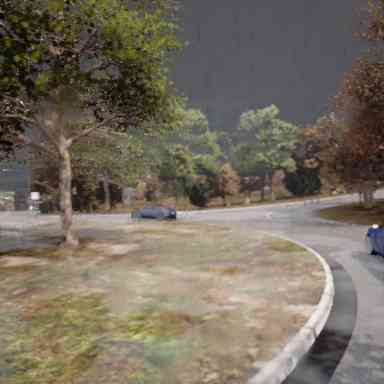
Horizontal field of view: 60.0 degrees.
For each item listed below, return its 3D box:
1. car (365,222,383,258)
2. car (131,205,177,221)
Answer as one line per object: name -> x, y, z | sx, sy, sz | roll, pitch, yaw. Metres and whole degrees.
car -> 6.688, 1.432, 9.906 | 1.882, 1.535, 5.008 | -1, 0, 15
car -> -3.469, 1.848, 30.235 | 4.181, 1.385, 1.994 | -1, -1, 27
